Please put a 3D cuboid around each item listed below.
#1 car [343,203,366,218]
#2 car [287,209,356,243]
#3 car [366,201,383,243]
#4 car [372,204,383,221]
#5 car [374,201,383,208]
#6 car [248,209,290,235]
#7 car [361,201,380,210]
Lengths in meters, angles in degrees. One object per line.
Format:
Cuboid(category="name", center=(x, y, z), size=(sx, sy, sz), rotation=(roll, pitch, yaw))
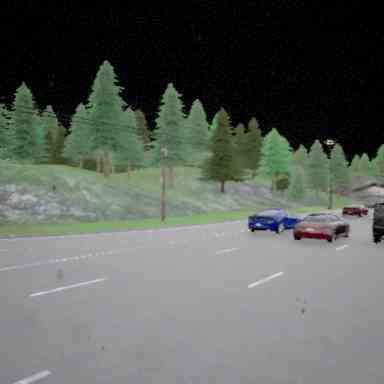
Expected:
Cuboid(category="car", center=(18.472, 2.034, 37.458), size=(1.882, 1.535, 5.008), rotation=(-1, -1, 39))
Cuboid(category="car", center=(7.058, 1.833, 17.864), size=(1.994, 1.385, 4.181), rotation=(-1, -1, 39))
Cuboid(category="car", center=(10.819, 1.474, 16.950), size=(2.150, 2.045, 5.566), rotation=(-1, -1, 39))
Cuboid(category="car", center=(19.545, 1.997, 33.228), size=(1.837, 1.490, 4.892), rotation=(-1, -1, 39))
Cuboid(category="car", center=(39.194, 2.517, 68.660), size=(1.895, 1.301, 4.718), rotation=(-1, -1, 39))
Cuboid(category="car", center=(5.474, 1.803, 21.465), size=(1.882, 1.535, 5.008), rotation=(-1, -1, 39))
Cuboid(category="car", center=(32.605, 2.430, 60.552), size=(2.033, 1.411, 5.357), rotation=(-1, -1, 39))
